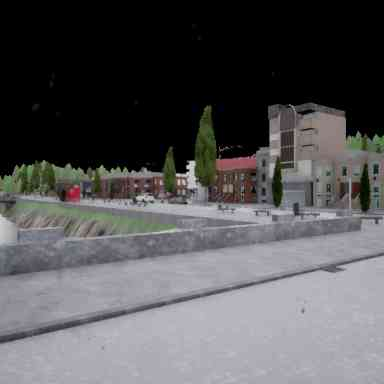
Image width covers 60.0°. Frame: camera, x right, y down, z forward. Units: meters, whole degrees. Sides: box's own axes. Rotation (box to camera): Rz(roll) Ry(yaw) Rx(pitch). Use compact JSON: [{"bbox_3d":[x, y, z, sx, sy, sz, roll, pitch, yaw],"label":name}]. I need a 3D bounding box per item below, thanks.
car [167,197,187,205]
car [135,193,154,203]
[{"bbox_3d":[-2.671,1.564,58.174,1.994,1.385,4.181,0,0,-35],"label":"car"},{"bbox_3d":[-9.755,1.221,68.108,2.150,2.045,5.566,0,0,-35],"label":"car"}]
